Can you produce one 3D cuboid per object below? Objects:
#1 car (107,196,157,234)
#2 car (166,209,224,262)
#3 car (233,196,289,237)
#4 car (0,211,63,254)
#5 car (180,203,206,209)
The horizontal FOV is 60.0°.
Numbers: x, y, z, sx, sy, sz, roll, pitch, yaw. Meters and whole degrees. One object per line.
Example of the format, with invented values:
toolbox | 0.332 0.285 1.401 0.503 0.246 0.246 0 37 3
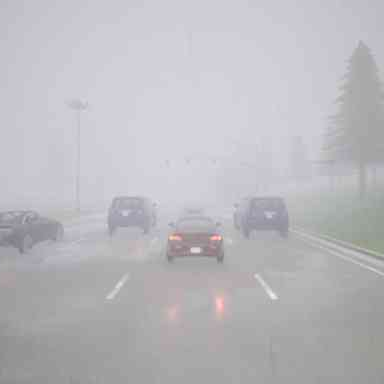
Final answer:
car | -3.393 1.232 19.637 2.150 2.045 5.566 0 0 0
car | 0.105 1.533 11.959 1.812 1.442 4.674 0 0 0
car | 3.606 1.231 18.099 2.150 2.045 5.566 0 0 0
car | -6.895 1.499 13.528 2.128 1.511 4.902 0 0 0
car | 0.109 1.540 25.156 1.812 1.442 4.674 0 0 0
